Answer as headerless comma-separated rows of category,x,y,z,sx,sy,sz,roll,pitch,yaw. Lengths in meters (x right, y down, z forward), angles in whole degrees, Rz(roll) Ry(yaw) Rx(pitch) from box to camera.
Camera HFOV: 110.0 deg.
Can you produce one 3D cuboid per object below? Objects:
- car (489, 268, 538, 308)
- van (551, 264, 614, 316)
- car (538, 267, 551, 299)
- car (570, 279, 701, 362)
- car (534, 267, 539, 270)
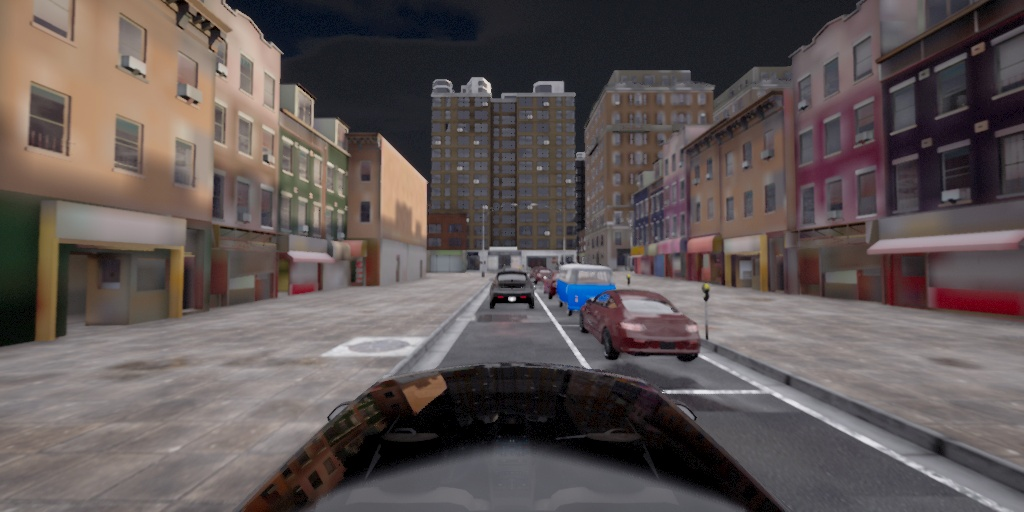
car,0.004,1.411,16.146,1.837,1.490,4.892,0,0,0
van,2.639,1.214,13.599,1.690,1.789,3.998,0,0,0
car,2.639,1.481,19.036,1.888,1.381,4.507,0,0,0
car,2.640,1.397,8.161,1.802,1.307,4.207,0,0,0
car,2.638,1.651,29.911,1.802,1.307,4.207,0,0,0
